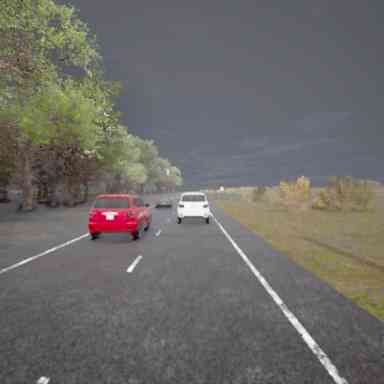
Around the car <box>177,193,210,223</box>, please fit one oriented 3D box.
[{"bbox_3d":[0.103,1.076,24.075,2.150,2.045,5.566,0,0,0],"label":"car"}]

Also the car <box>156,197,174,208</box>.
[{"bbox_3d":[-3.397,1.308,41.907,1.994,1.385,4.181,0,0,0],"label":"car"}]

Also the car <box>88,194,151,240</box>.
[{"bbox_3d":[-3.398,1.123,16.473,2.150,2.045,5.566,0,0,0],"label":"car"}]
